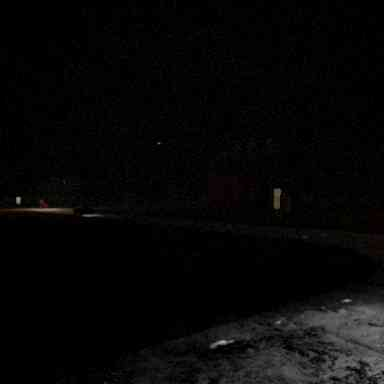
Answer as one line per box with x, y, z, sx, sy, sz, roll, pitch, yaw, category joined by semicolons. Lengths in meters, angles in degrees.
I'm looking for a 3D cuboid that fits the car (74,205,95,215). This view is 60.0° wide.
-16.701;2.766;51.314;2.033;1.411;5.357;1;-2;-36;car
